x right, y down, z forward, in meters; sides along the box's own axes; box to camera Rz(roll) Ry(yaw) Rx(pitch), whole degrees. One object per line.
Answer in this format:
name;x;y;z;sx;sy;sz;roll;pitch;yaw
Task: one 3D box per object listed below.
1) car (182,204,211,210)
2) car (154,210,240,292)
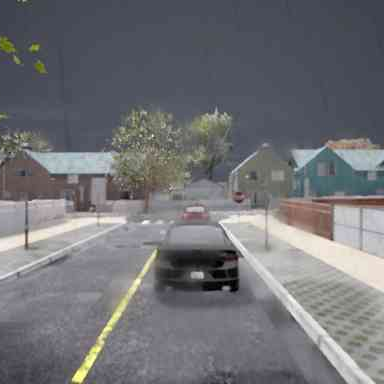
car;0.306;1.560;22.341;1.812;1.442;4.674;0;0;3
car;0.104;1.491;9.029;1.882;1.535;5.008;0;0;0
